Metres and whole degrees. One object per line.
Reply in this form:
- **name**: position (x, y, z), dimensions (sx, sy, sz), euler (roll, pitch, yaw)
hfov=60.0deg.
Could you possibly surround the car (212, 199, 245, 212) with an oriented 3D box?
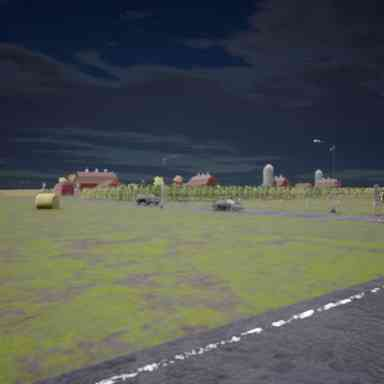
- **car**: position (4.400, 1.616, 40.812), dimensions (1.812, 1.442, 4.674), euler (-1, 0, -36)

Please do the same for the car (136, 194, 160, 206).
- **car**: position (-7.767, 1.335, 58.052), dimensions (2.150, 2.045, 5.566), euler (-1, 0, -35)
